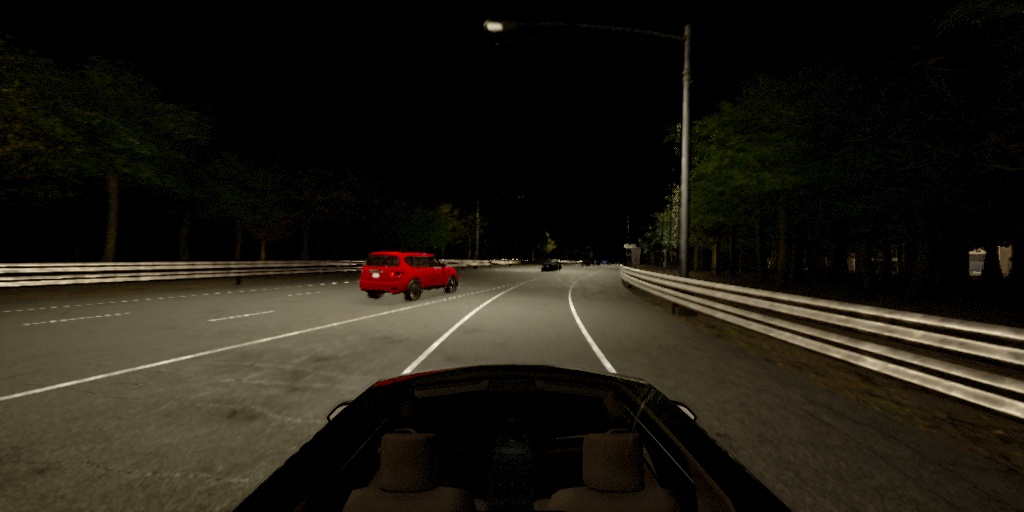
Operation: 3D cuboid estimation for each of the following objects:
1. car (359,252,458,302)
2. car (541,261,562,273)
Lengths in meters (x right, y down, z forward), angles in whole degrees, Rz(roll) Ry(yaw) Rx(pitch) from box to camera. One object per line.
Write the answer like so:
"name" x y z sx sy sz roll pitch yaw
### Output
"car" -4.529 0.869 16.623 2.150 2.045 5.566 1 0 18
"car" 5.127 1.366 46.188 2.033 1.411 5.357 1 0 18
